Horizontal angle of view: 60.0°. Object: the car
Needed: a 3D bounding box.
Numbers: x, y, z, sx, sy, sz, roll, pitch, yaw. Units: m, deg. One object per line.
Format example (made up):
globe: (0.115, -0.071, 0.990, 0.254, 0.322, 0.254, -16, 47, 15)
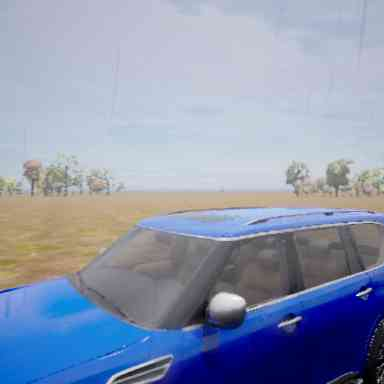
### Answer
car: (0.263, 1.221, 3.519, 5.566, 2.045, 2.150, 0, 0, -35)
